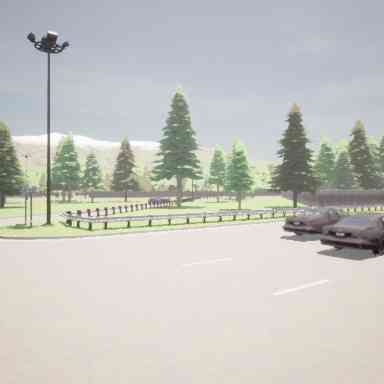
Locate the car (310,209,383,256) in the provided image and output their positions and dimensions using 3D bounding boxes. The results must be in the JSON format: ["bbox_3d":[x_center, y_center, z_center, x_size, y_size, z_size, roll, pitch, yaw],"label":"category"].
[{"bbox_3d":[7.288,1.547,13.223,5.357,1.411,2.033,0,0,-35],"label":"car"}]

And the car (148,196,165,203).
[{"bbox_3d":[-6.661,1.526,59.562,1.812,1.442,4.674,0,0,5],"label":"car"}]

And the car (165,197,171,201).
[{"bbox_3d":[-5.665,1.601,69.789,1.895,1.301,4.718,0,0,5],"label":"car"}]

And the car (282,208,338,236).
[{"bbox_3d":[7.029,1.547,17.334,5.357,1.411,2.033,0,0,-35],"label":"car"}]
